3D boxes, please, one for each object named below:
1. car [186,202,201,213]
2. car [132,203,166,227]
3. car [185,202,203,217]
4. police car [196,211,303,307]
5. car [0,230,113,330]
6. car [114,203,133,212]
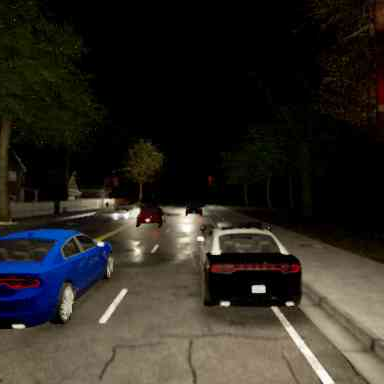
[{"bbox_3d":[0.177,2.119,47.386,2.033,1.411,5.357,0,-1,0],"label":"car"},{"bbox_3d":[-3.053,1.822,25.346,1.812,1.442,4.674,0,-1,0],"label":"car"},{"bbox_3d":[0.219,1.961,37.043,1.812,1.442,4.674,0,-1,1],"label":"car"},{"bbox_3d":[1.170,1.517,8.372,1.930,1.638,5.238,0,-1,0],"label":"police car"},{"bbox_3d":[-3.120,1.562,7.276,1.882,1.535,5.008,0,-1,0],"label":"car"},{"bbox_3d":[-9.663,2.183,47.299,1.895,1.301,4.718,0,-1,0],"label":"car"}]
